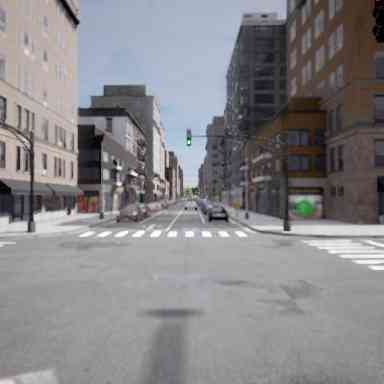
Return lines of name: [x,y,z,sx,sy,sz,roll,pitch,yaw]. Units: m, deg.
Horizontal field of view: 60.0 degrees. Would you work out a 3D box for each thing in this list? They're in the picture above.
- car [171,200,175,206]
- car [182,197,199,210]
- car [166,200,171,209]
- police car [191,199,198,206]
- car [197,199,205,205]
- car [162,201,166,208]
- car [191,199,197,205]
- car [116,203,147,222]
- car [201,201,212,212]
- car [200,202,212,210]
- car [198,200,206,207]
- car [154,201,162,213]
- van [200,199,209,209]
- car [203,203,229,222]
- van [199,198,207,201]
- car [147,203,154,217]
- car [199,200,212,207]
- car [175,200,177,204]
car: [-5.619,2.684,74.717,2.008,1.369,4.403,0,-1,0]
car: [-0.166,2.072,57.546,2.150,2.045,5.566,0,-1,0]
car: [-5.635,2.398,63.698,1.967,1.590,4.097,0,-1,0]
police car: [0.609,2.712,84.700,1.930,1.638,5.238,0,-1,0]
car: [2.430,2.829,91.238,1.967,1.590,4.097,0,-1,0]
car: [-5.650,2.336,52.676,2.008,1.369,4.403,0,-1,0]
car: [0.623,2.903,94.778,1.801,1.575,5.366,0,-1,0]
car: [-5.682,1.894,30.638,1.967,1.590,4.097,0,-1,0]
car: [2.359,2.190,41.645,1.802,1.307,4.206,0,-1,0]
car: [2.382,2.412,58.175,2.008,1.369,4.403,0,-1,0]
car: [2.414,2.653,80.217,1.967,1.590,4.097,0,-1,0]
car: [-5.658,2.283,47.166,1.802,1.307,4.206,0,-1,0]
van: [2.390,2.290,63.688,1.690,1.788,3.998,0,-1,0]
car: [2.343,2.011,30.624,1.947,1.339,4.313,0,-1,0]
van: [2.374,2.117,52.668,1.690,1.788,3.998,0,-1,0]
car: [-5.674,1.975,36.148,1.967,1.590,4.097,0,-1,0]
car: [2.366,2.257,47.155,1.947,1.339,4.313,0,-1,0]
car: [-5.603,2.855,85.737,1.887,1.381,4.507,0,-1,0]
